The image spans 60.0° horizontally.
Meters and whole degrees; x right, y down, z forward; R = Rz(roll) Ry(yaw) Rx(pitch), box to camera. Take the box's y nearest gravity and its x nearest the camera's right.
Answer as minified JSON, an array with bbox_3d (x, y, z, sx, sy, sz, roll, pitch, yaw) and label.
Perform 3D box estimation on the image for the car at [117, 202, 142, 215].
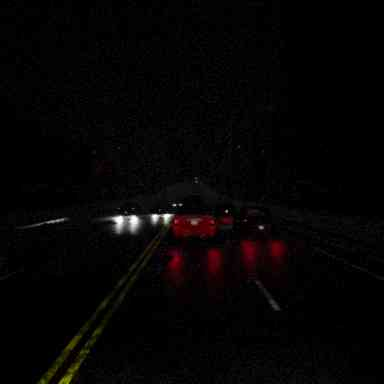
[{"bbox_3d":[-6.583,1.727,35.399,1.895,1.301,4.718,0,0,0],"label":"car"}]

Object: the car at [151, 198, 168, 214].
[{"bbox_3d":[-3.329,1.700,36.562,1.994,1.385,4.181,0,0,0],"label":"car"}]

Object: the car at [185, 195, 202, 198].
[{"bbox_3d":[0.109,1.335,33.654,2.150,2.045,5.566,0,0,0],"label":"car"}]

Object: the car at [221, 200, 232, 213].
[{"bbox_3d":[3.360,1.626,34.612,1.837,1.490,4.892,0,0,0],"label":"car"}]

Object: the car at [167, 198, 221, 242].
[{"bbox_3d":[0.104,1.348,16.480,2.097,1.767,4.553,0,0,0],"label":"car"}]

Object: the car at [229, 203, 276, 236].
[{"bbox_3d":[3.355,1.531,18.396,1.812,1.442,4.674,0,0,0],"label":"car"}]
